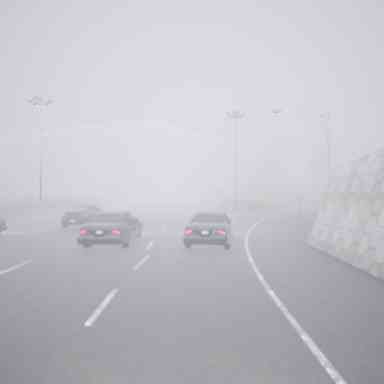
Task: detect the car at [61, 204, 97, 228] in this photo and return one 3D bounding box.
[{"bbox_3d":[-6.920,1.495,21.571,1.812,1.442,4.674,0,0,0],"label":"car"}]

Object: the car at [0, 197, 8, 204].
[{"bbox_3d":[-31.545,1.484,55.408,1.994,1.385,4.181,0,0,1],"label":"car"}]

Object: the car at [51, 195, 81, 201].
[{"bbox_3d":[-21.048,1.468,55.786,2.033,1.411,5.357,0,0,1],"label":"car"}]

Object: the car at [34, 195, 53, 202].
[{"bbox_3d":[-31.526,1.423,70.782,1.812,1.442,4.674,0,0,0],"label":"car"}]

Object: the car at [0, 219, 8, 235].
[{"bbox_3d":[-10.406,1.527,14.711,2.033,1.411,5.357,0,0,0],"label":"car"}]

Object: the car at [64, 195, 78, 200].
[{"bbox_3d":[-31.532,1.401,86.616,1.812,1.442,4.674,0,0,0],"label":"car"}]

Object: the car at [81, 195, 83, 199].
[{"bbox_3d":[-24.526,1.451,71.169,1.994,1.385,4.181,0,0,0],"label":"car"}]

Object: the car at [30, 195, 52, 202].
[{"bbox_3d":[-24.553,1.424,55.749,1.837,1.490,4.892,0,0,0],"label":"car"}]

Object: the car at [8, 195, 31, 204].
[{"bbox_3d":[-28.049,1.272,55.672,2.097,1.767,4.553,0,0,0],"label":"car"}]

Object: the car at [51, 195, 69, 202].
[{"bbox_3d":[-28.026,1.377,70.959,1.882,1.535,5.008,0,0,0],"label":"car"}]

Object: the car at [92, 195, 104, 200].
[{"bbox_3d":[-24.532,1.472,86.908,1.895,1.301,4.718,0,0,0],"label":"car"}]

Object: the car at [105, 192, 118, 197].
[{"bbox_3d":[-21.032,1.102,87.100,2.150,2.045,5.566,0,0,0],"label":"car"}]

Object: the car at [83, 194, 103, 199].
[{"bbox_3d":[-21.026,1.377,71.381,1.882,1.535,5.008,0,0,0],"label":"car"}]

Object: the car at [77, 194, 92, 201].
[{"bbox_3d":[-28.032,1.402,86.792,2.128,1.511,4.902,0,0,0],"label":"car"}]

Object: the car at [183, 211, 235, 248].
[{"bbox_3d":[0.853,1.527,14.656,2.033,1.411,5.357,0,0,9],"label":"car"}]

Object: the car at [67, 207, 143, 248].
[{"bbox_3d":[-3.405,1.527,14.699,2.033,1.411,5.357,0,0,0],"label":"car"}]
